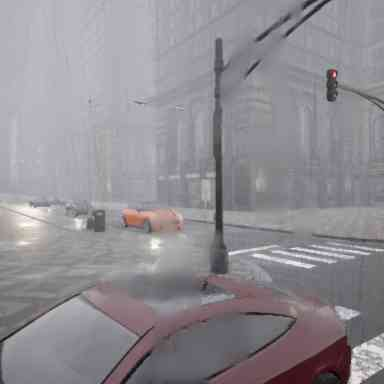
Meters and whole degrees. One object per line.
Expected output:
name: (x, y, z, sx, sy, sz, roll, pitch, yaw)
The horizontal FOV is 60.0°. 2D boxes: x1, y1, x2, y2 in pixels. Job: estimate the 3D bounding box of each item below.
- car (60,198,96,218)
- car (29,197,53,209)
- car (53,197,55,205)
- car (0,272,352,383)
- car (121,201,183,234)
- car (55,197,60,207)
car: (-10.290, 1.482, 30.532, 1.837, 1.490, 4.892, 0, 0, -35)
car: (-20.970, 1.442, 45.674, 1.882, 1.535, 5.008, 0, 0, -35)
car: (-21.914, 1.441, 52.164, 1.812, 1.442, 4.674, 0, 0, -35)
car: (-0.446, 1.525, 2.728, 4.674, 1.442, 1.812, 0, 1, -38)
car: (-2.424, 1.340, 19.490, 2.097, 1.767, 4.553, 0, 0, -36)
car: (-16.274, 1.484, 44.349, 2.033, 1.411, 5.357, 0, 0, -35)
